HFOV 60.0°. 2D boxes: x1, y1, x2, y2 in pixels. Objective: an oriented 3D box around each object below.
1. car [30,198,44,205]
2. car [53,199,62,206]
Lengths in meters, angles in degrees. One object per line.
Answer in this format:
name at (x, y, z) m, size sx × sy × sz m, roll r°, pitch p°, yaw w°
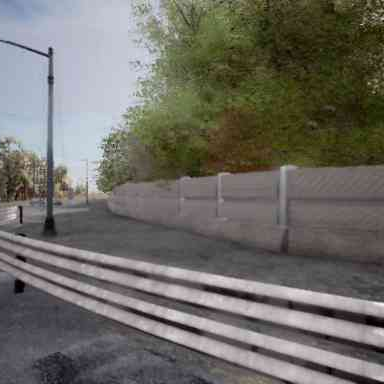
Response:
car at (-30.602, 1.881, 65.503) m, size 1.812 × 1.442 × 4.674 m, roll 0°, pitch 0°, yaw -15°
car at (-27.385, 2.013, 67.007) m, size 1.994 × 1.385 × 4.181 m, roll 0°, pitch 0°, yaw -15°
